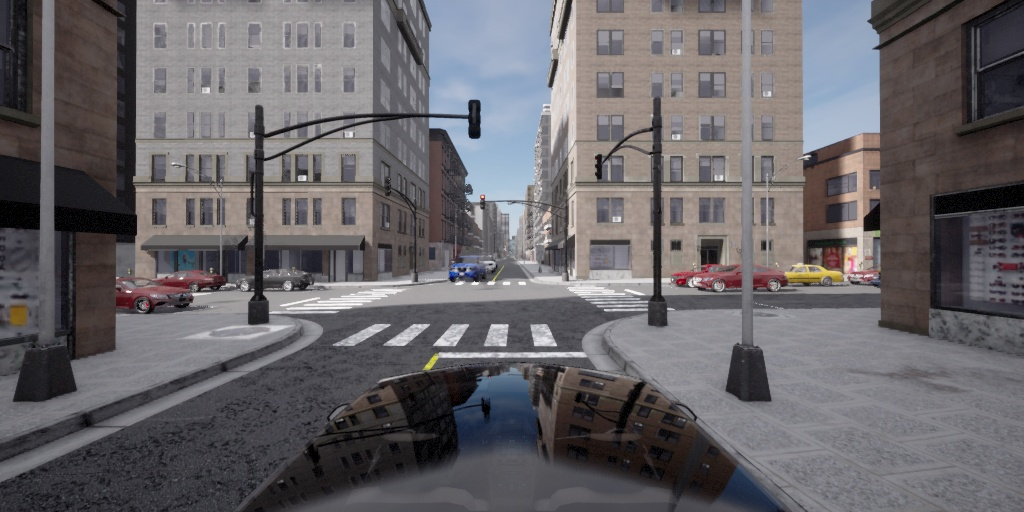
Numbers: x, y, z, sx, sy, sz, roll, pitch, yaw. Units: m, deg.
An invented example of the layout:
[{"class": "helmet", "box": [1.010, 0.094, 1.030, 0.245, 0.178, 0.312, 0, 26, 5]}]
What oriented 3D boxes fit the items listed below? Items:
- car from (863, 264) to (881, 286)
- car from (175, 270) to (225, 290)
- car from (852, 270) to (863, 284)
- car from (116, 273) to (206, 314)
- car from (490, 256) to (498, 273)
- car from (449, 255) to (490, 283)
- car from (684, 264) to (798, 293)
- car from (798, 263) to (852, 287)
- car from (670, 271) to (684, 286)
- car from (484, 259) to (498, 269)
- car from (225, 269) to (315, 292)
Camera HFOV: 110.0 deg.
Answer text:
[{"class": "car", "box": [22.675, 1.079, 19.213, 5.357, 1.411, 2.033, -1, 0, 1]}, {"class": "car", "box": [-20.161, 1.545, 22.244, 4.207, 1.307, 1.802, 0, 0, 0]}, {"class": "car", "box": [23.115, 1.121, 21.969, 4.207, 1.307, 1.802, 0, 0, 0]}, {"class": "car", "box": [-14.661, 1.451, 13.683, 4.207, 1.307, 1.802, 0, 0, 0]}, {"class": "car", "box": [-3.127, 0.952, 42.397, 2.150, 2.045, 5.566, 0, 0, 0]}, {"class": "car", "box": [-3.422, 0.967, 28.678, 2.150, 2.045, 5.566, 0, 0, 4]}, {"class": "car", "box": [12.186, 1.157, 19.283, 4.674, 1.442, 1.812, -1, 0, 1]}, {"class": "car", "box": [17.452, 1.117, 22.004, 4.829, 1.417, 1.751, 0, 0, 0]}, {"class": "car", "box": [12.130, 1.190, 22.039, 4.507, 1.381, 1.888, 0, 0, 0]}, {"class": "car", "box": [-3.126, 1.182, 54.752, 1.882, 1.535, 5.008, 0, 0, 0]}, {"class": "car", "box": [-14.633, 1.458, 22.209, 4.403, 1.370, 2.007, 0, 0, 0]}]
